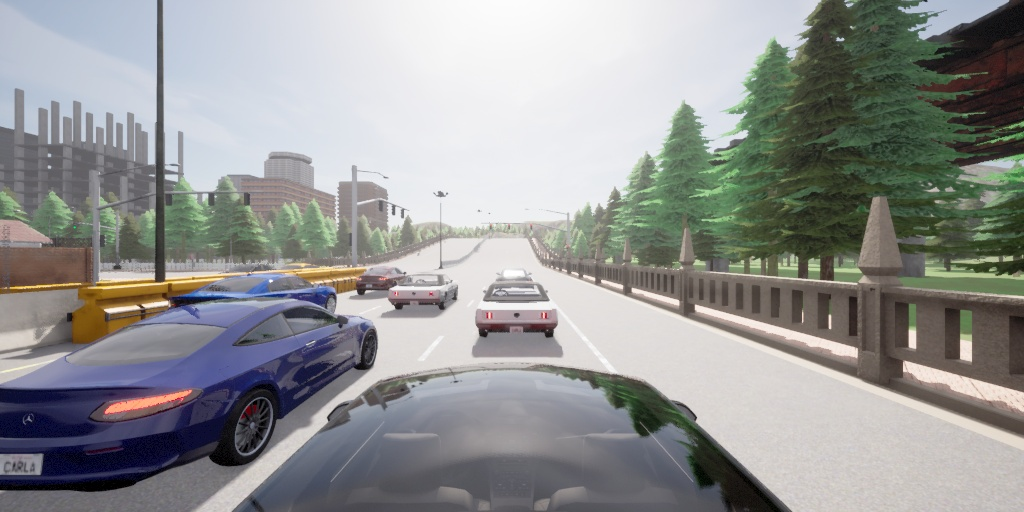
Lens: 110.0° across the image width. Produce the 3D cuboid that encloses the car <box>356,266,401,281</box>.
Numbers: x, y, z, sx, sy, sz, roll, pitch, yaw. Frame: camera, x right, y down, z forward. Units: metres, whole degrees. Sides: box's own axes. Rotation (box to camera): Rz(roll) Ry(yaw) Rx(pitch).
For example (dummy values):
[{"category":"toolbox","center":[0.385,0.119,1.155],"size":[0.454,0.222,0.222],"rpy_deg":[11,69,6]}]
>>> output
[{"category":"car","center":[-6.891,1.276,19.583],"size":[1.812,1.442,4.674],"rpy_deg":[0,0,0]}]

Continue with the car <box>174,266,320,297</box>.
[{"category":"car","center":[-6.896,1.228,10.242],"size":[1.882,1.535,5.008],"rpy_deg":[0,0,0]}]

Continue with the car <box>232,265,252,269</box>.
[{"category":"car","center":[-17.489,1.311,23.885],"size":[1.837,1.490,4.892],"rpy_deg":[0,0,0]}]

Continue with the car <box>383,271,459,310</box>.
[{"category":"car","center":[-3.394,1.351,14.702],"size":[1.895,1.301,4.718],"rpy_deg":[0,0,0]}]

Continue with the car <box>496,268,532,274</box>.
[{"category":"car","center":[0.109,1.314,18.941],"size":[1.994,1.385,4.181],"rpy_deg":[0,0,0]}]

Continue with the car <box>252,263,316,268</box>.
[{"category":"car","center":[-13.996,1.229,23.282],"size":[1.882,1.535,5.008],"rpy_deg":[0,0,0]}]

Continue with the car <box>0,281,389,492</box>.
[{"category":"car","center":[-3.397,1.276,4.784],"size":[1.812,1.442,4.674],"rpy_deg":[0,0,0]}]

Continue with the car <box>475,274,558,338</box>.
[{"category":"car","center":[0.105,1.351,10.189],"size":[1.895,1.301,4.718],"rpy_deg":[0,0,0]}]
